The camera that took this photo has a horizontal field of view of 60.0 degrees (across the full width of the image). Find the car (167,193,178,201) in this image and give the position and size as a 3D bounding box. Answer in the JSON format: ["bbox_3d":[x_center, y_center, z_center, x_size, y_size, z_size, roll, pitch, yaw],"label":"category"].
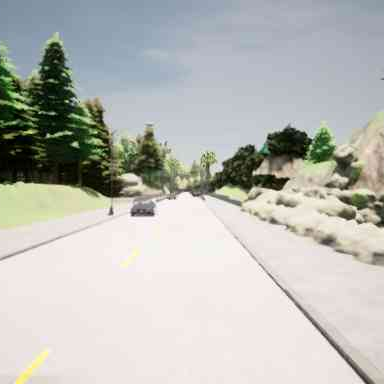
[{"bbox_3d":[-4.008,1.034,69.309,2.128,1.511,4.902,0,0,0],"label":"car"}]

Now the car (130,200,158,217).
[{"bbox_3d":[-4.099,1.374,28.759,1.994,1.385,4.181,0,0,0],"label":"car"}]
